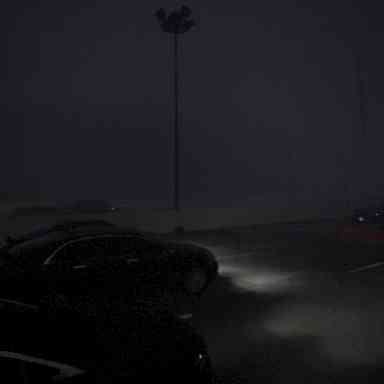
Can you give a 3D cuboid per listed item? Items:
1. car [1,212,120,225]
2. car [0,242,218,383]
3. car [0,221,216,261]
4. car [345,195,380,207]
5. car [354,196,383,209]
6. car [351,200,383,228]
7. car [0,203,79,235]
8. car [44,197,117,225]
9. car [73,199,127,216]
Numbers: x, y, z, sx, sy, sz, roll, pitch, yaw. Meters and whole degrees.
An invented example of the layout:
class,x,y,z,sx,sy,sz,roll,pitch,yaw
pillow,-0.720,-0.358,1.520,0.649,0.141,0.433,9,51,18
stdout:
class,x,y,z,sx,sy,sz,roll,pitch,yaw
car,-3.080,1.503,10.149,4.674,1.442,1.812,0,0,-36
car,-2.036,1.495,2.294,4.902,1.511,2.128,-1,0,-36
car,-1.647,1.488,6.871,4.892,1.490,1.837,0,0,-36
car,24.133,1.228,46.978,5.357,1.411,2.033,0,0,-35
car,22.735,1.256,41.698,5.357,1.411,2.033,0,0,-35
car,11.729,1.379,20.713,4.674,1.442,1.812,0,0,-36
car,-9.237,1.455,18.900,5.008,1.535,1.882,0,0,-36
car,-8.008,1.302,24.075,4.553,1.767,2.097,0,0,-36
car,-8.815,1.448,32.086,4.674,1.442,1.812,0,0,-36
